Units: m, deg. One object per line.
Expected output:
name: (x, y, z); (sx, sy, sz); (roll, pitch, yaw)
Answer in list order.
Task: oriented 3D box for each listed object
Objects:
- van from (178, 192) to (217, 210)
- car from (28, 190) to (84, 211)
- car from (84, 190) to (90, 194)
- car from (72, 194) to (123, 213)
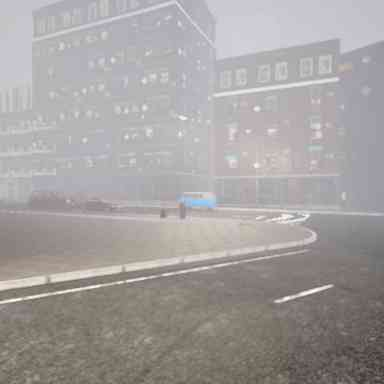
van: (0.620, 0.931, 34.446); (3.998, 1.788, 1.690); (1, 0, 24)
car: (-13.177, 0.781, 31.438); (5.009, 1.841, 2.192); (1, 0, 24)
car: (-14.802, 0.640, 41.346); (5.009, 1.841, 2.192); (1, 0, 24)
car: (-8.042, 1.136, 29.136); (4.206, 1.307, 1.802); (1, 0, 24)
